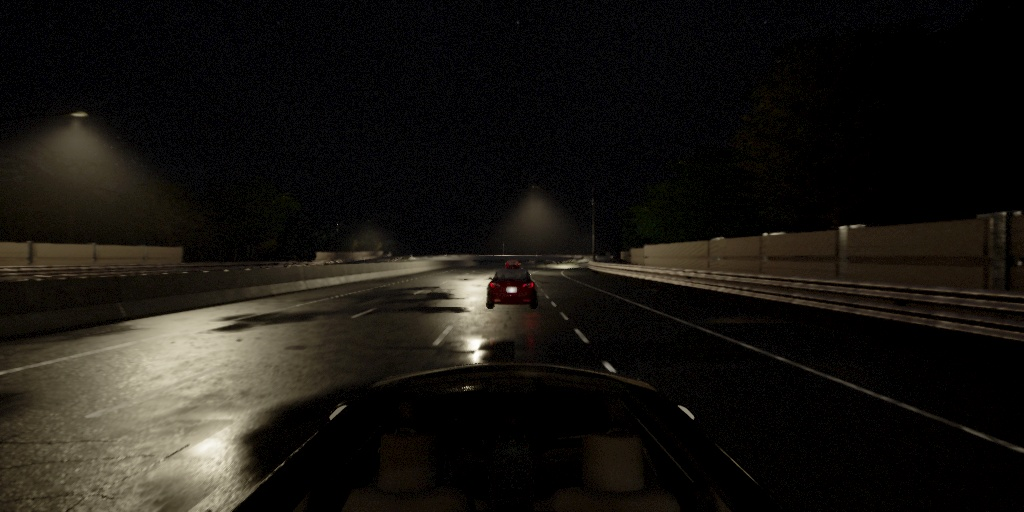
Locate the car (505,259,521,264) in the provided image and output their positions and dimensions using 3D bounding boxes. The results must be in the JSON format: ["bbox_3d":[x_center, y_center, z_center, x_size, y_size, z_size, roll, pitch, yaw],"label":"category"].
[{"bbox_3d":[0.110,1.311,45.776,1.882,1.535,5.008,0,0,0],"label":"car"}]

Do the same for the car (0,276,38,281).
[{"bbox_3d":[-17.559,1.373,11.756,1.895,1.301,4.718,0,0,0],"label":"car"}]

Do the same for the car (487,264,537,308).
[{"bbox_3d":[-0.002,1.281,15.420,2.163,1.488,4.792,0,0,0],"label":"car"}]
